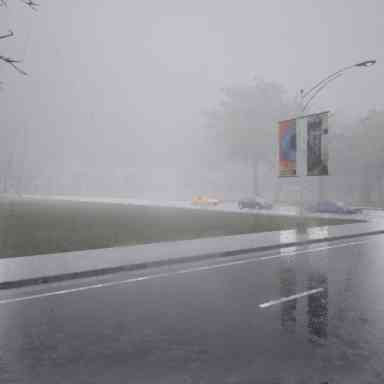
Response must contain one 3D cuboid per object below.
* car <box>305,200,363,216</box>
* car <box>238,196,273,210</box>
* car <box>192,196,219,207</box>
[{"bbox_3d":[14.061,1.553,33.338,2.033,1.411,5.357,0,0,-36],"label":"car"},{"bbox_3d":[7.930,1.320,41.724,2.097,1.767,4.553,0,0,-36],"label":"car"},{"bbox_3d":[1.994,1.415,49.858,1.882,1.535,5.008,0,0,-36],"label":"car"}]
